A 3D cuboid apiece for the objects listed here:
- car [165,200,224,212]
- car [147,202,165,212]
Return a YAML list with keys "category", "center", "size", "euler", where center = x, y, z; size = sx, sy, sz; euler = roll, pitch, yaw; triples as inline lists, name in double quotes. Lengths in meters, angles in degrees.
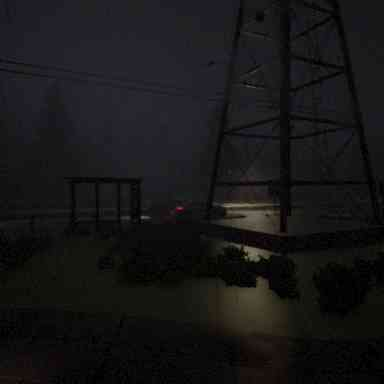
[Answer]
- category: "car"
  center: [0.553, 1.354, 26.442]
  size: [4.674, 1.442, 1.812]
  euler: [-1, 0, -27]
- category: "car"
  center: [-1.802, 1.428, 29.274]
  size: [4.181, 1.385, 1.994]
  euler: [-1, 0, -27]
